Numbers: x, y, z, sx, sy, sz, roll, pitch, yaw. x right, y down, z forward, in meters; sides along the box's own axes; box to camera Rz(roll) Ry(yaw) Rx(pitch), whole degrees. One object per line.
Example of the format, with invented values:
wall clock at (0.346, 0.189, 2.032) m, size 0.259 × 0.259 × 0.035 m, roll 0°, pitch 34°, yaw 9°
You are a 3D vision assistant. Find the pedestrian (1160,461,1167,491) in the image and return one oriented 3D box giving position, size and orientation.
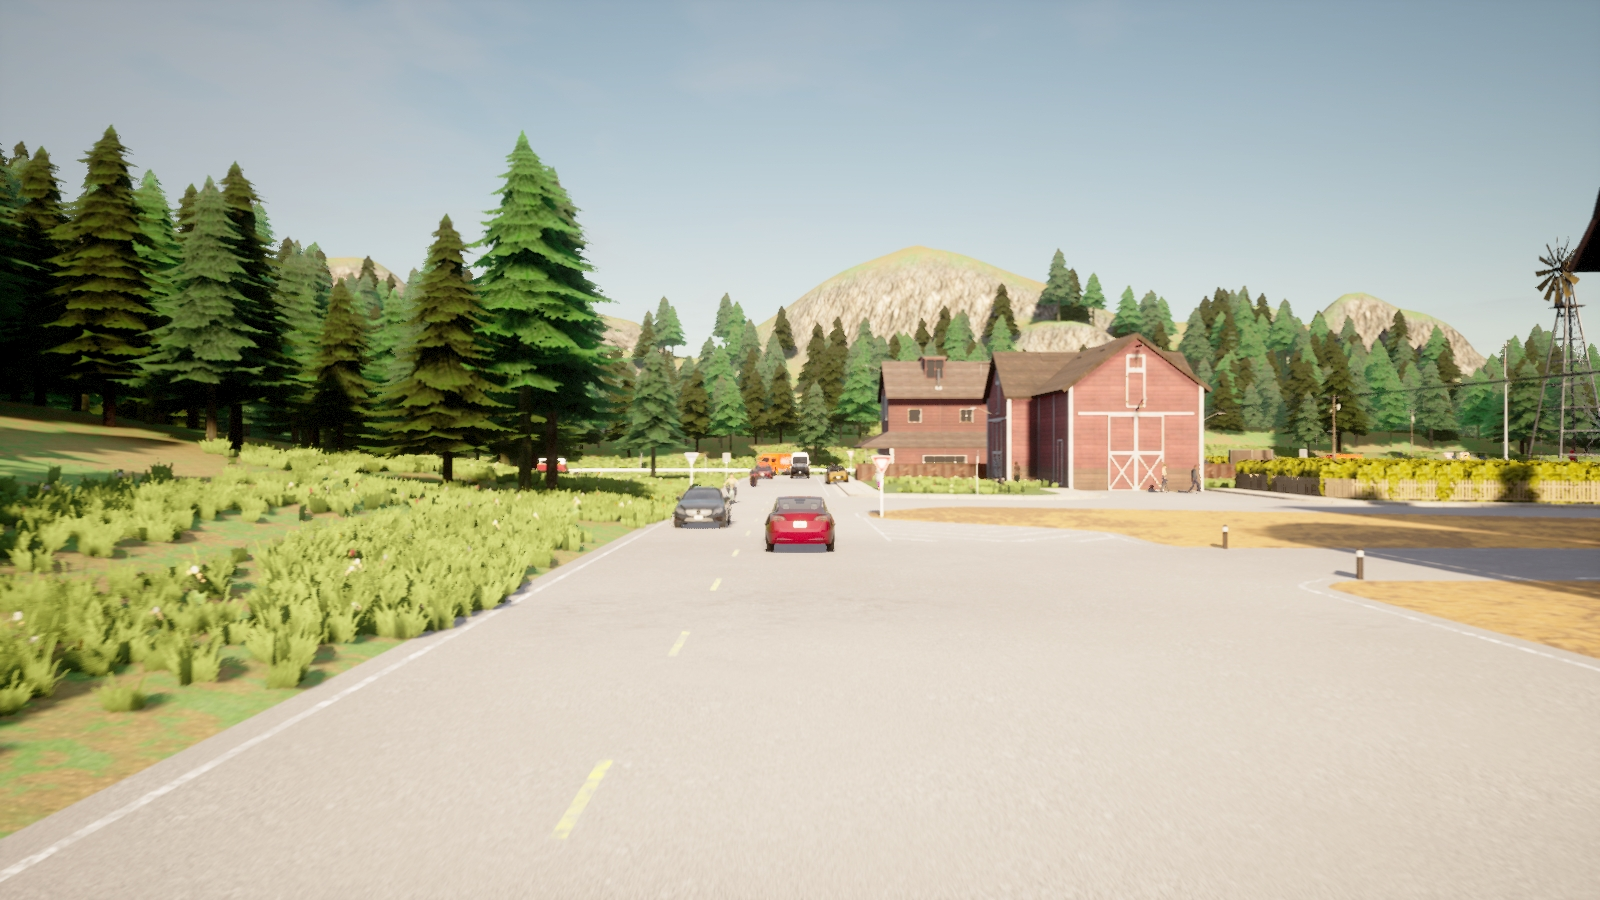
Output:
pedestrian at (22.781, 1.617, 71.635) m, size 0.375 × 1.860 × 0.375 m, roll 0°, pitch 0°, yaw 22°

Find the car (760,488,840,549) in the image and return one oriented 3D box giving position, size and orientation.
car at (0.001, 1.923, 33.302) m, size 2.163 × 1.488 × 4.792 m, roll 0°, pitch 0°, yaw 0°

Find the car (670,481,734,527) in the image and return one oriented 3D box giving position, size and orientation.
car at (-3.537, 1.941, 41.993) m, size 2.002 × 1.442 × 4.674 m, roll 0°, pitch 0°, yaw 0°

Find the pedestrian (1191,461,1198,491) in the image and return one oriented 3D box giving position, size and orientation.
pedestrian at (24.463, 1.618, 70.907) m, size 0.375 × 1.860 × 0.375 m, roll 0°, pitch 0°, yaw 23°

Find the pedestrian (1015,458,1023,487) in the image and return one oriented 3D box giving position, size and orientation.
pedestrian at (14.180, 1.468, 74.071) m, size 0.375 × 1.860 × 0.375 m, roll 0°, pitch 0°, yaw -44°
